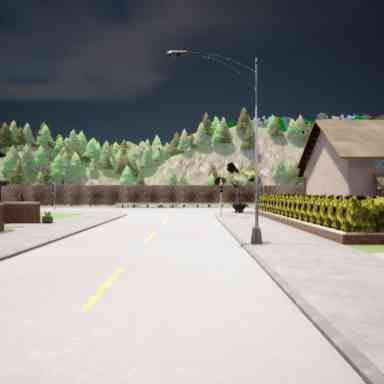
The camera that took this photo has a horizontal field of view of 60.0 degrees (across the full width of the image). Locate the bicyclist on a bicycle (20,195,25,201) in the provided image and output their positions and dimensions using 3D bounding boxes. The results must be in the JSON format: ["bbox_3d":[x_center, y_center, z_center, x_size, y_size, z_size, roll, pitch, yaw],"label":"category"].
[{"bbox_3d":[-23.991,1.323,47.140,0.582,1.620,1.656,0,0,0],"label":"bicyclist on a bicycle"}]
